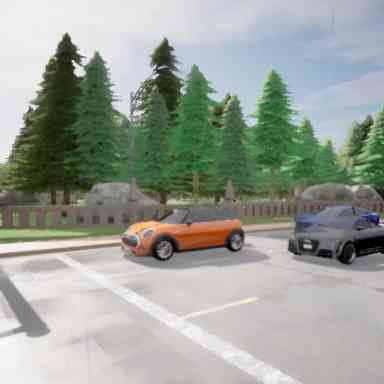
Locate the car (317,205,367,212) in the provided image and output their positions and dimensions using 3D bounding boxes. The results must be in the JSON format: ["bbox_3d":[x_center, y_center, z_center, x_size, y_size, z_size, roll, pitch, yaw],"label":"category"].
[{"bbox_3d":[7.540,1.458,17.197,5.008,1.535,1.882,0,0,-29],"label":"car"}]

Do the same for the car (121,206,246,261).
[{"bbox_3d":[-0.254,1.332,12.260,4.553,1.767,2.097,0,0,-33],"label":"car"}]

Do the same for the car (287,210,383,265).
[{"bbox_3d":[5.310,1.548,11.751,4.181,1.385,1.994,0,0,-35],"label":"car"}]
